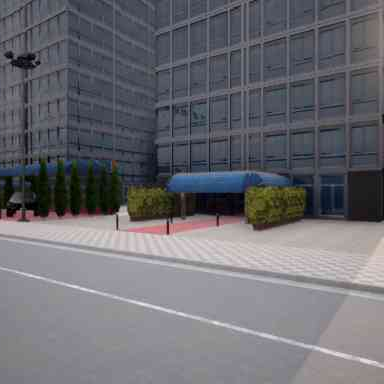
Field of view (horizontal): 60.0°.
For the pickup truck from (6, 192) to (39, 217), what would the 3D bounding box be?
[{"bbox_3d":[-15.165,1.059,30.077,2.390,2.098,6.274,0,0,-25],"label":"pickup truck"}]
